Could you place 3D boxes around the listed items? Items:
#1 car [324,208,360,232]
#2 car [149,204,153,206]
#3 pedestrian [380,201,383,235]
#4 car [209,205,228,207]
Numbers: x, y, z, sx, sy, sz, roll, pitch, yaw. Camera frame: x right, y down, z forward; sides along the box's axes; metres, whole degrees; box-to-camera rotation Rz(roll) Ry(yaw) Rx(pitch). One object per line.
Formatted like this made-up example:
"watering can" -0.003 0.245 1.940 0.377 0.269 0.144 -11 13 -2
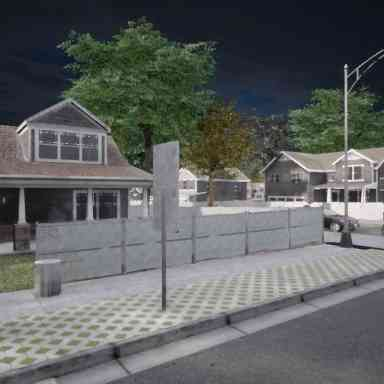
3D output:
"car" 8.279 1.727 21.443 1.812 1.442 4.674 0 -1 -36
"car" -4.975 2.135 39.864 1.994 1.385 4.181 0 -1 -36
"pedestrian" 7.658 1.140 12.947 0.375 1.860 0.375 0 0 -35
"car" 2.510 1.891 29.450 1.812 1.442 4.674 0 -1 -35
